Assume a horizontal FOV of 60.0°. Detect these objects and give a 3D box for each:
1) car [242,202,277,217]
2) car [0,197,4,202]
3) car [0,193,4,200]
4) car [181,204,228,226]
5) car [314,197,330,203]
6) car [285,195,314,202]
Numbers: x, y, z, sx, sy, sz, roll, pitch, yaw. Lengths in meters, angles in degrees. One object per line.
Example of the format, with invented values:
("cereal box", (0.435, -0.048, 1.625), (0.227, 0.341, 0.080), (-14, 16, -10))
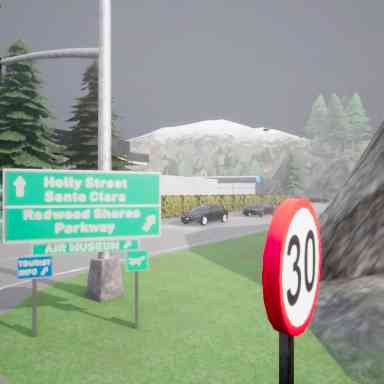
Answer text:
("car", (7.121, 1.739, 34.250), (2.033, 1.411, 5.357), (0, 0, 36))
("car", (-12.360, 1.505, 26.044), (1.905, 1.878, 3.866), (0, 0, 35))
("car", (-38.569, 1.489, 69.983), (4.514, 1.523, 2.007), (0, 0, 35))
("car", (1.066, 1.696, 25.929), (1.837, 1.490, 4.892), (0, 0, 36))
("car", (28.281, 1.787, 74.896), (1.895, 1.301, 4.718), (0, 0, -42))
("car", (13.415, 1.413, 42.823), (2.150, 2.045, 5.566), (0, 0, 36))
